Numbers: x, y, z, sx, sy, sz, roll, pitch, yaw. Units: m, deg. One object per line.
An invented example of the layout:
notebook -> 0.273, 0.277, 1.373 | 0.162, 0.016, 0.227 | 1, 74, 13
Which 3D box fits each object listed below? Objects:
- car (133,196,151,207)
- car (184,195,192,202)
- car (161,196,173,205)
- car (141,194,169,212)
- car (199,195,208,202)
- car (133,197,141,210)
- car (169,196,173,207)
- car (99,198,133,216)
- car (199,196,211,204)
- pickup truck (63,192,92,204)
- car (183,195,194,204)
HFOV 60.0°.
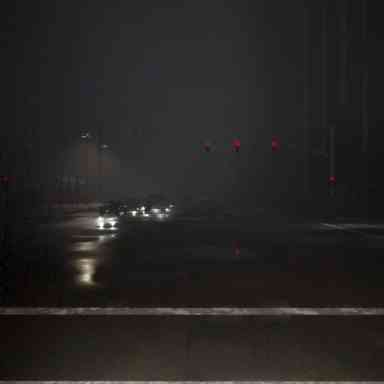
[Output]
car -> -7.809, 1.491, 52.562 | 2.128, 1.511, 4.902 | 0, 0, -1
car -> -0.938, 1.478, 75.392 | 1.882, 1.535, 5.008 | 0, 0, -1
car -> -4.352, 1.478, 58.895 | 1.882, 1.535, 5.008 | 0, 0, 0
car -> -4.176, 1.221, 38.508 | 2.150, 2.045, 5.566 | 0, 0, -1
car -> 2.564, 1.524, 75.187 | 1.812, 1.442, 4.674 | 0, 0, -1
car -> -7.714, 1.478, 42.178 | 1.882, 1.535, 5.008 | 0, 0, -1
car -> -4.268, 1.601, 48.455 | 1.895, 1.301, 4.718 | 0, 0, -1
car -> -7.696, 1.491, 32.875 | 2.128, 1.511, 4.902 | 0, 0, 2
car -> 2.765, 1.491, 64.803 | 2.128, 1.511, 4.902 | 0, 0, -1
pickup truck -> -20.910, 1.059, 60.027 | 2.390, 2.098, 6.274 | 0, 0, 30
car -> -0.741, 1.352, 65.389 | 2.097, 1.767, 4.553 | 0, 0, -1
